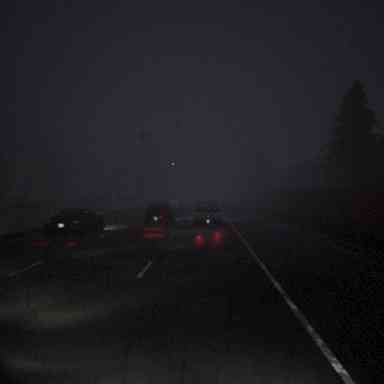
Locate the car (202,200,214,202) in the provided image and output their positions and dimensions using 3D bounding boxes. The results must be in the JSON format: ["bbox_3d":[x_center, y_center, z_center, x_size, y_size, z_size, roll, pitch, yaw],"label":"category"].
[{"bbox_3d":[2.029,1.640,42.196,1.895,1.301,4.718,0,0,3],"label":"car"}]

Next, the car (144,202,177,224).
[{"bbox_3d":[-2.307,1.517,24.624,1.837,1.490,4.892,0,0,3],"label":"car"}]

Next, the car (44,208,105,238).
[{"bbox_3d":[-6.127,1.558,17.786,1.994,1.385,4.181,0,0,3],"label":"car"}]

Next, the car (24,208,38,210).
[{"bbox_3d":[-19.356,1.569,38.627,1.895,1.301,4.718,0,0,3],"label":"car"}]

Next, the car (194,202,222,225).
[{"bbox_3d":[1.161,1.623,23.884,1.895,1.301,4.718,0,0,3],"label":"car"}]
